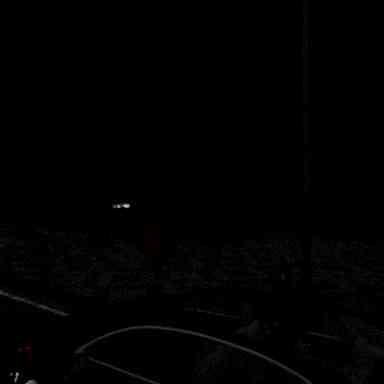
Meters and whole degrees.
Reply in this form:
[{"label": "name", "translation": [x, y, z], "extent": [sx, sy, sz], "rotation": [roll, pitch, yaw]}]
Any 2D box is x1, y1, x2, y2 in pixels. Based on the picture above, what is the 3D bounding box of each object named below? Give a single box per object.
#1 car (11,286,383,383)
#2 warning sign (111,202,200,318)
[{"label": "car", "translation": [0.155, 1.559, 2.854], "extent": [4.403, 1.369, 2.008], "rotation": [0, 0, 36]}, {"label": "warning sign", "translation": [-0.665, 1.138, 6.269], "extent": [1.060, 1.860, 1.300], "rotation": [0, 0, 36]}]
